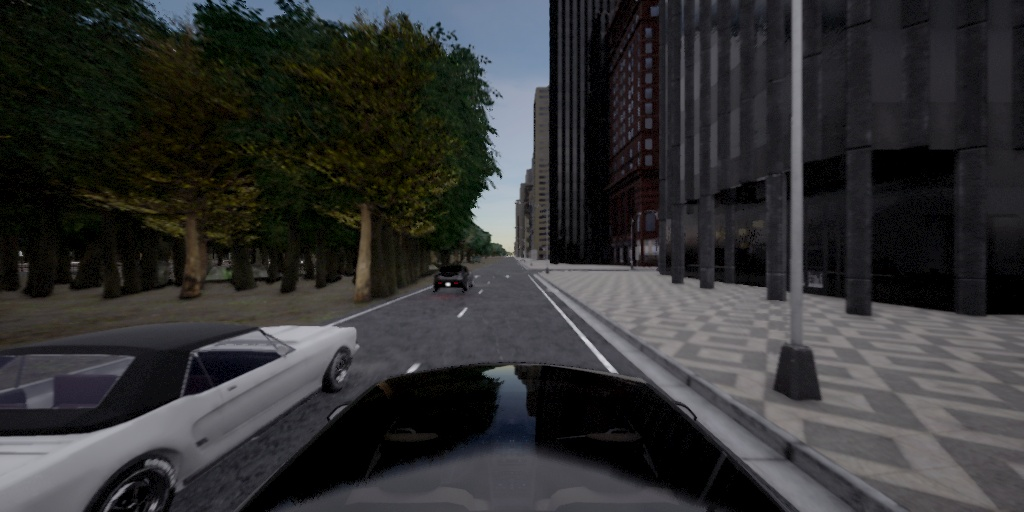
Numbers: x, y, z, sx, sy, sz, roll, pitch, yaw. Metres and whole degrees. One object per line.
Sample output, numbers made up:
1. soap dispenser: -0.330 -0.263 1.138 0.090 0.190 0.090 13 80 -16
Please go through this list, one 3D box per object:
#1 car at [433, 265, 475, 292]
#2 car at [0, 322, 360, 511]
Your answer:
1. car: -3.404 1.269 21.486 1.837 1.490 4.892 0 0 0
2. car: -3.401 1.351 3.729 1.895 1.301 4.718 0 0 0
